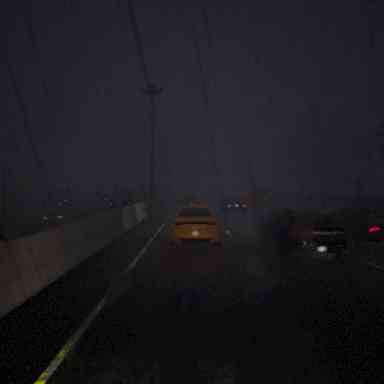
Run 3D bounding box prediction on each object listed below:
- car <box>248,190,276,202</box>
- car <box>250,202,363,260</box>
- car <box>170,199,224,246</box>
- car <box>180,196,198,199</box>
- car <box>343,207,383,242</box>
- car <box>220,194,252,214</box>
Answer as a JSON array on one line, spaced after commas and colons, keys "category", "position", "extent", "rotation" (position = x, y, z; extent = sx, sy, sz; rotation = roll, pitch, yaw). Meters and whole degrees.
[{"category": "car", "position": [6.877, 0.758, 34.020], "extent": [2.150, 2.045, 5.566], "rotation": [0, 1, -3]}, {"category": "car", "position": [3.619, 1.332, 11.670], "extent": [2.128, 1.511, 4.902], "rotation": [0, 1, 0]}, {"category": "car", "position": [0.125, 1.282, 14.276], "extent": [1.882, 1.535, 5.008], "rotation": [0, 1, 0]}, {"category": "car", "position": [-0.267, 1.081, 35.454], "extent": [1.994, 1.385, 4.181], "rotation": [0, 1, -4]}, {"category": "car", "position": [7.127, 1.351, 14.349], "extent": [2.033, 1.411, 5.357], "rotation": [0, 1, 0]}, {"category": "car", "position": [3.573, 1.144, 29.591], "extent": [2.033, 1.411, 5.357], "rotation": [0, 1, -2]}]
